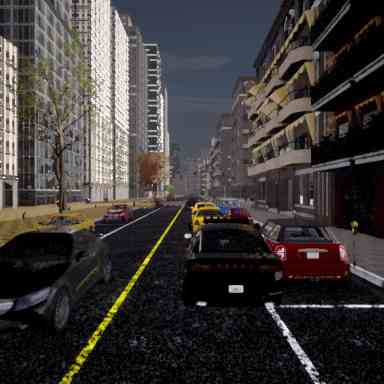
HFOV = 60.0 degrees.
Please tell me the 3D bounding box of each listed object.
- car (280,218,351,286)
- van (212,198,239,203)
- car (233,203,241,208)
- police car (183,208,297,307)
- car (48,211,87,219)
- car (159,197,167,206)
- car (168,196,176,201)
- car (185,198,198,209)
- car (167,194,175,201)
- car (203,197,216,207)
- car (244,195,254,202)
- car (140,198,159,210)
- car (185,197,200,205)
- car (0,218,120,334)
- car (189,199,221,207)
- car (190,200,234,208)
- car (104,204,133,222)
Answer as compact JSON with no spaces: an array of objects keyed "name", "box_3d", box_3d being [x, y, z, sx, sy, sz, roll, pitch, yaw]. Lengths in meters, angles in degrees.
[{"name":"car","box_3d":[2.706,1.442,9.373,1.967,1.590,4.097,0,0,0]},{"name":"van","box_3d":[2.734,1.352,25.971,1.690,1.788,3.998,0,0,0]},{"name":"car","box_3d":[2.724,1.589,20.439,1.802,1.307,4.206,0,0,0]},{"name":"police car","box_3d":[0.823,1.427,8.180,1.930,1.638,5.238,0,0,2]},{"name":"car","box_3d":[-5.665,1.529,14.750,1.752,1.417,4.829,0,0,0]},{"name":"car","box_3d":[-5.600,1.579,53.649,1.887,1.381,4.507,0,0,0]},{"name":"car","box_3d":[-5.538,1.664,91.560,1.947,1.339,4.313,0,0,0]},{"name":"car","box_3d":[0.112,1.504,46.090,1.882,1.535,5.008,0,0,0]},{"name":"car","box_3d":[-5.547,1.402,86.037,2.192,1.841,5.009,0,0,0]},{"name":"car","box_3d":[2.780,1.586,53.635,2.008,1.369,4.403,0,0,0]},{"name":"car","box_3d":[13.549,1.403,73.023,4.403,1.369,2.008,-1,1,0]},{"name":"car","box_3d":[-5.619,1.549,42.414,1.752,1.417,4.829,0,0,0]},{"name":"car","box_3d":[0.131,1.643,59.166,1.895,1.301,4.718,0,0,8]},{"name":"car","box_3d":[-2.988,1.527,6.923,1.812,1.442,4.674,0,0,0]},{"name":"car","box_3d":[0.941,1.488,24.046,1.882,1.535,5.008,0,0,0]},{"name":"car","box_3d":[0.932,1.461,18.235,1.801,1.575,5.366,0,0,0]},{"name":"car","box_3d":[-5.647,1.593,25.986,1.802,1.307,4.206,0,0,0]}]
